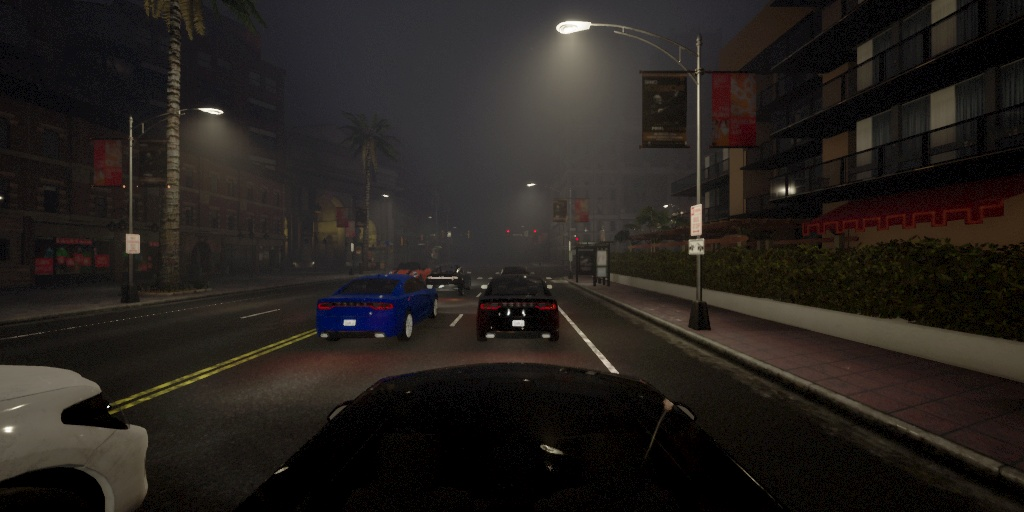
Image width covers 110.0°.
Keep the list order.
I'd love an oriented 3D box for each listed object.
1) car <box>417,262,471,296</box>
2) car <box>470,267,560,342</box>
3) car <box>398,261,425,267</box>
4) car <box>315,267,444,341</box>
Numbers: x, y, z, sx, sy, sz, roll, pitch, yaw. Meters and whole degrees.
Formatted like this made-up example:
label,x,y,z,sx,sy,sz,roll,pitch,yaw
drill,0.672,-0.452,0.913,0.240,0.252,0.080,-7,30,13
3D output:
label,x,y,z,sx,sy,sz,roll,pitch,yaw
car,-3.334,1.242,19.388,2.128,1.511,4.902,0,0,0
car,0.135,1.228,9.848,1.882,1.535,5.008,0,0,0
car,-6.915,1.168,24.577,2.097,1.767,4.553,0,0,0
car,-3.360,1.228,9.883,1.882,1.535,5.008,0,0,0
